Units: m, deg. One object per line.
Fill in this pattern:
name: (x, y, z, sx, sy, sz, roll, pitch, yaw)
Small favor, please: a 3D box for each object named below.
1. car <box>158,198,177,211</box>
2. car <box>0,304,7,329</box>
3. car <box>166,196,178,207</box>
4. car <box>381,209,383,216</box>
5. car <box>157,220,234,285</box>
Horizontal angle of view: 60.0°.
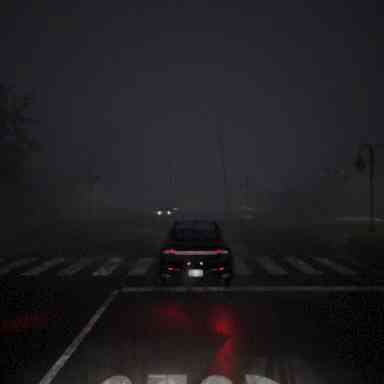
car: (-3.613, 1.909, 46.059, 2.033, 1.411, 5.357, 0, 0, 0)
car: (-3.600, 1.568, 2.461, 2.033, 1.411, 5.357, 0, 0, 0)
car: (-3.583, 1.682, 58.459, 2.150, 2.045, 5.566, 0, -1, 0)
car: (18.987, 1.560, 28.666, 4.892, 1.490, 1.837, 0, 0, 0)
car: (0.089, 1.570, 9.699, 2.128, 1.511, 4.902, 0, 0, 0)
